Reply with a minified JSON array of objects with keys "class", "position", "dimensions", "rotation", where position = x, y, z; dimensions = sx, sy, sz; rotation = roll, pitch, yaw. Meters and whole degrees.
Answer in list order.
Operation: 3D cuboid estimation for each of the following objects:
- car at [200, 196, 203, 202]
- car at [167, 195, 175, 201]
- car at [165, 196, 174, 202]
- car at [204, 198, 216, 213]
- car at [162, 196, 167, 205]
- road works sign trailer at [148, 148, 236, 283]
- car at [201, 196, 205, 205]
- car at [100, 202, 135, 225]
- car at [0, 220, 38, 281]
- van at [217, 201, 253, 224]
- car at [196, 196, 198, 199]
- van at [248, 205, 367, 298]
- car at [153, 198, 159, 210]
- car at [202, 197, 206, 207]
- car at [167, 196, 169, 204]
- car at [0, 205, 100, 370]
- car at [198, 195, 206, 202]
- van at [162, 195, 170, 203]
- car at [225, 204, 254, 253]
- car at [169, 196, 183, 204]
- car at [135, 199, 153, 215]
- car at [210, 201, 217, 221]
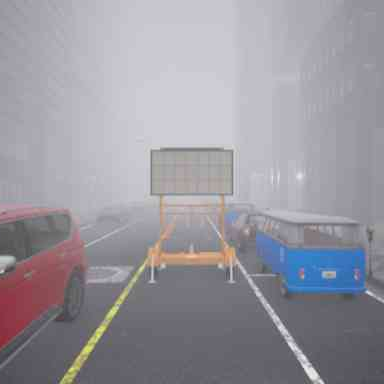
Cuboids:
[{"class":"car","position":[2.647,1.744,53.321],"dimensions":[1.887,1.381,4.507],"rotation":[1,0,0]},{"class":"car","position":[-5.901,1.743,92.681],"dimensions":[1.967,1.590,4.097],"rotation":[1,0,0]},{"class":"car","position":[-5.899,1.855,87.057],"dimensions":[1.947,1.339,4.313],"rotation":[1,0,0]},{"class":"car","position":[2.656,1.695,36.447],"dimensions":[2.008,1.369,4.403],"rotation":[1,0,0]},{"class":"car","position":[-5.883,1.798,58.935],"dimensions":[1.802,1.307,4.206],"rotation":[1,0,0]},{"class":"road works sign trailer","position":[-0.004,0.507,9.786],"dimensions":[2.380,3.560,2.880],"rotation":[0,0,0]},{"class":"car","position":[2.650,1.727,47.695],"dimensions":[1.887,1.381,4.507],"rotation":[1,0,0]},{"class":"car","position":[-5.863,1.648,25.188],"dimensions":[1.887,1.381,4.507],"rotation":[1,0,0]},{"class":"car","position":[-5.854,1.581,8.315],"dimensions":[1.887,1.381,4.507],"rotation":[1,0,0]},{"class":"van","position":[2.668,1.423,19.574],"dimensions":[1.690,1.788,3.998],"rotation":[1,0,0]},{"class":"car","position":[2.630,1.820,81.445],"dimensions":[1.887,1.381,4.507],"rotation":[1,0,0]},{"class":"van","position":[2.674,1.378,8.324],"dimensions":[1.690,1.788,3.998],"rotation":[1,0,0]},{"class":"car","position":[-5.876,1.707,47.515],"dimensions":[1.752,1.417,4.829],"rotation":[1,0,0]},{"class":"car","position":[2.653,1.708,42.072],"dimensions":[1.887,1.381,4.507],"rotation":[1,0,0]},{"class":"car","position":[-5.888,1.687,70.184],"dimensions":[1.967,1.590,4.097],"rotation":[1,0,0]},{"class":"car","position":[-3.101,1.241,4.327],"dimensions":[2.150,2.045,5.566],"rotation":[0,0,0]},{"class":"car","position":[2.628,1.729,87.070],"dimensions":[1.967,1.590,4.097],"rotation":[1,0,0]},{"class":"van","position":[-5.890,1.602,75.809],"dimensions":[1.690,1.788,3.998],"rotation":[1,0,0]},{"class":"car","position":[2.670,1.500,13.948],"dimensions":[1.967,1.590,4.097],"rotation":[1,0,0]},{"class":"car","position":[-3.039,1.465,68.880],"dimensions":[2.150,2.045,5.566],"rotation":[0,0,0]},{"class":"car","position":[-5.870,1.695,36.436],"dimensions":[2.008,1.369,4.403],"rotation":[1,0,0]},{"class":"car","position":[2.662,1.654,25.198],"dimensions":[2.008,1.369,4.403],"rotation":[1,0,0]}]
